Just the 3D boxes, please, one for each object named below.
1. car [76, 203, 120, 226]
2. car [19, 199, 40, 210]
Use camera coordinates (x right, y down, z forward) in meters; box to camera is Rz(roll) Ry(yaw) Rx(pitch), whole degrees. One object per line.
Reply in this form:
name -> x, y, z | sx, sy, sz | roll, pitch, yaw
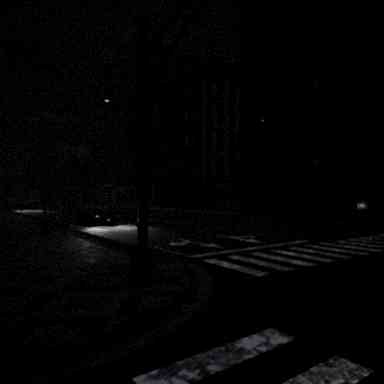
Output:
car -> -6.711, 1.534, 23.348 | 1.812, 1.442, 4.674 | 0, 0, -36
car -> -21.604, 1.619, 44.060 | 1.812, 1.442, 4.674 | 0, 0, -36
